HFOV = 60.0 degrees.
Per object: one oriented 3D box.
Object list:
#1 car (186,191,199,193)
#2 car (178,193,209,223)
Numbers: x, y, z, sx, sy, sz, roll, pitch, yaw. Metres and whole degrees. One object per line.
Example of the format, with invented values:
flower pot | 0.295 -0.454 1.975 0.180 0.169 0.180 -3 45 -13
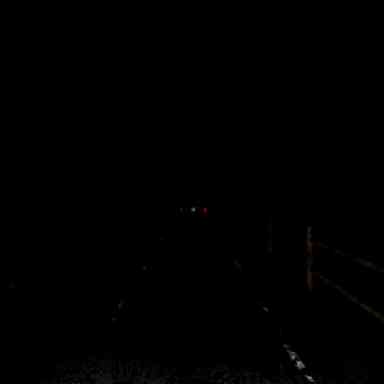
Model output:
car | 0.089 0.941 40.739 2.150 2.045 5.566 0 1 0
car | 0.095 1.188 24.055 2.097 1.767 4.553 0 1 0
